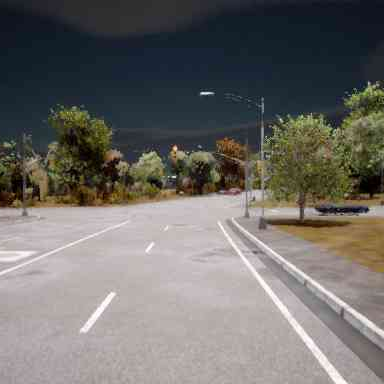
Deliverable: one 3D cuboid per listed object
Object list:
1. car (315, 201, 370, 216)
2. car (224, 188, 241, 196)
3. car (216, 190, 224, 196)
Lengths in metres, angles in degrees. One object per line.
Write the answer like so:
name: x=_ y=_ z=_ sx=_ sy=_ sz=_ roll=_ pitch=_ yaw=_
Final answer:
car: x=14.734 y=1.575 z=32.589 sx=4.718 sy=1.301 sz=1.895 roll=-1 pitch=0 yaw=3
car: x=11.230 y=-0.046 z=88.531 sx=2.150 sy=2.045 sz=5.566 roll=0 pitch=3 yaw=30
car: x=8.313 y=0.266 z=90.469 sx=2.033 sy=1.411 sz=5.357 roll=0 pitch=3 yaw=30
